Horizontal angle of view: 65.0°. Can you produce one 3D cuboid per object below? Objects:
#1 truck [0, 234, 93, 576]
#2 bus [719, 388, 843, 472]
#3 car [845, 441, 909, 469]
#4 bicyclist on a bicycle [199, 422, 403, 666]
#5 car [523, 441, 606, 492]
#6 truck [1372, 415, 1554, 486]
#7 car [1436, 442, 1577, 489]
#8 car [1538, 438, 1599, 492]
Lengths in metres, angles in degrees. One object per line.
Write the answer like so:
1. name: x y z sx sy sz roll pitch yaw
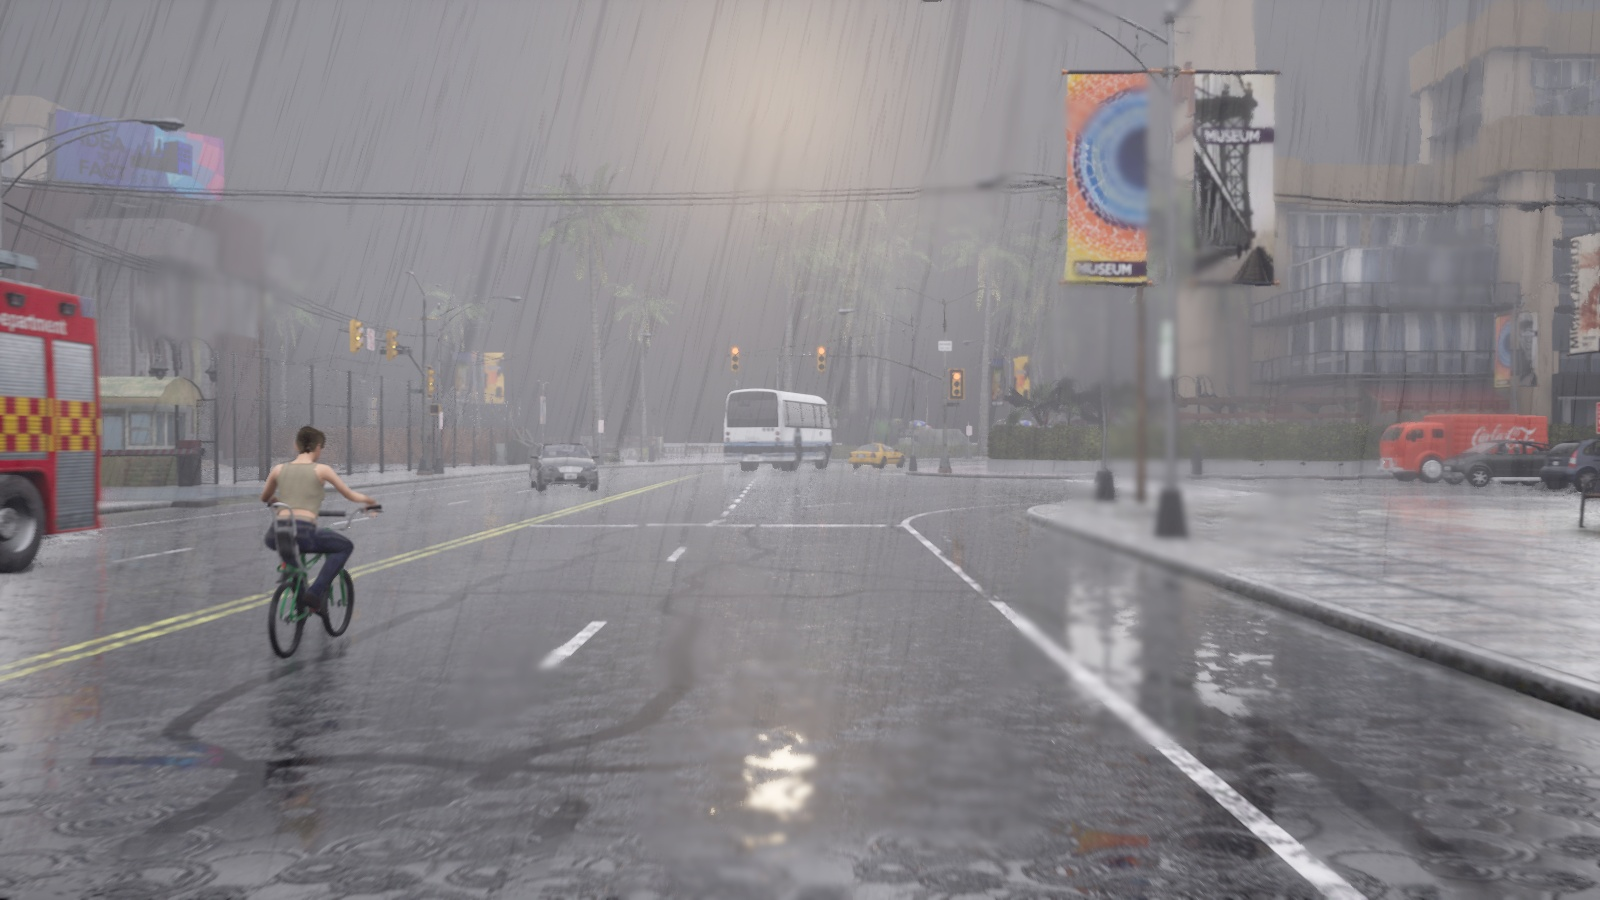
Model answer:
1. truck: -10.412 -0.493 11.652 2.891 3.827 8.468 0 0 0
2. bus: -0.828 -1.027 69.150 3.944 4.253 10.273 0 0 17
3. car: 4.498 0.273 72.662 1.801 1.575 5.366 0 0 26
4. bicyclist on a bicycle: -3.539 0.629 9.066 0.866 1.612 1.509 0 0 0
5. car: -7.520 0.469 39.756 2.128 1.511 4.902 0 0 -16
6. truck: 23.964 0.022 45.551 5.204 2.467 2.627 0 0 0
7. car: 23.625 0.503 42.061 3.705 1.549 1.789 0 0 0
8. car: 25.202 0.444 38.552 3.988 1.617 1.851 0 0 0
